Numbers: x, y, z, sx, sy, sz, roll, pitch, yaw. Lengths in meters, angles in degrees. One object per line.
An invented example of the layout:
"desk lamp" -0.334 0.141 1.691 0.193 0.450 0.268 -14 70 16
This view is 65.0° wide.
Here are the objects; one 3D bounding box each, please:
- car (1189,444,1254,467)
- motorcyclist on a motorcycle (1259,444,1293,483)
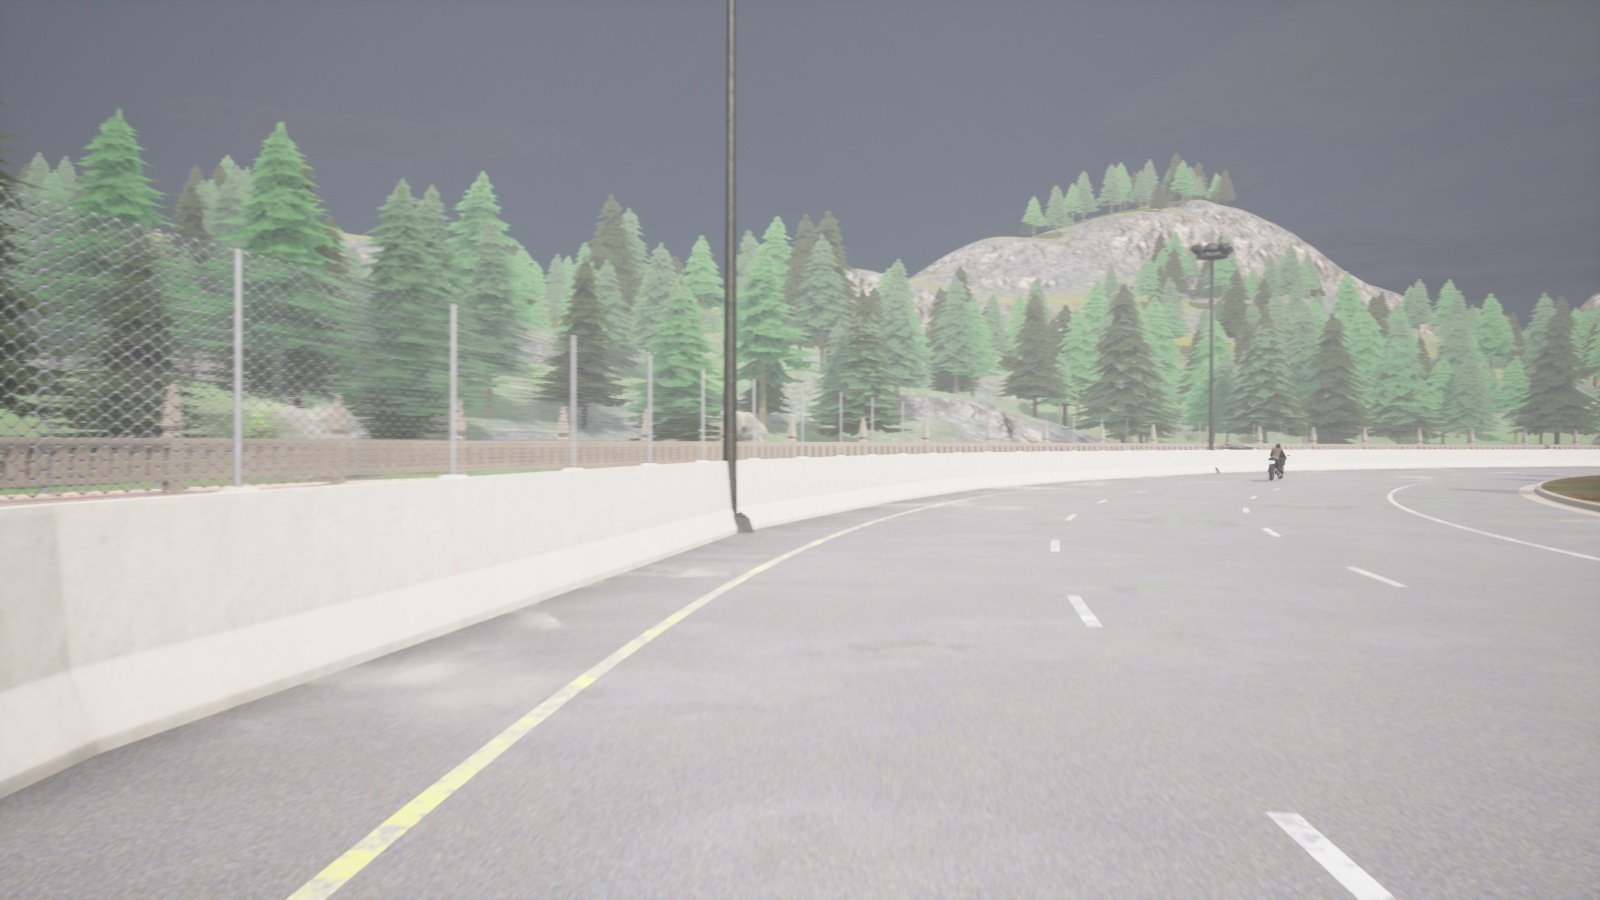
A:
"car" 29.003 0.352 86.377 4.514 1.525 2.007 0 0 -37
"motorcyclist on a motorcycle" 19.399 0.537 51.142 0.797 1.523 2.044 2 1 34
